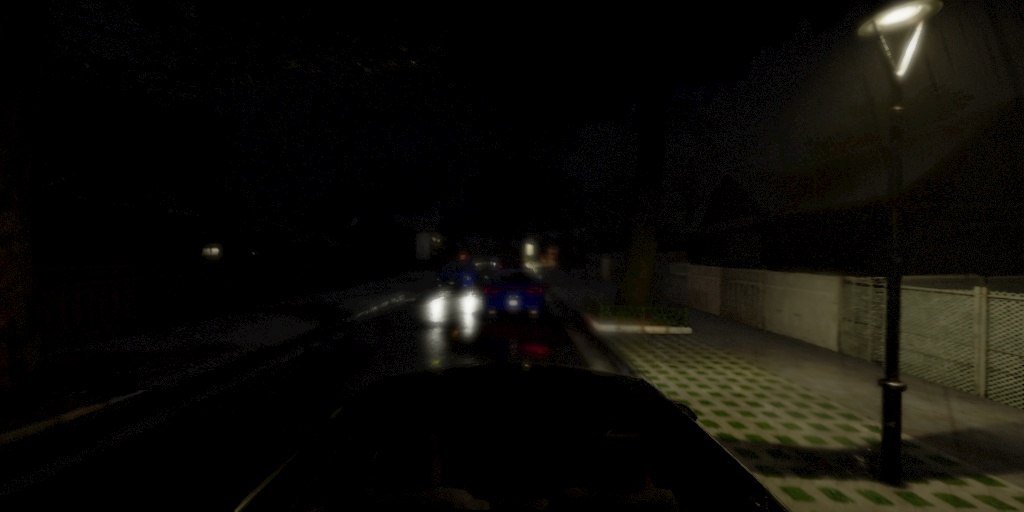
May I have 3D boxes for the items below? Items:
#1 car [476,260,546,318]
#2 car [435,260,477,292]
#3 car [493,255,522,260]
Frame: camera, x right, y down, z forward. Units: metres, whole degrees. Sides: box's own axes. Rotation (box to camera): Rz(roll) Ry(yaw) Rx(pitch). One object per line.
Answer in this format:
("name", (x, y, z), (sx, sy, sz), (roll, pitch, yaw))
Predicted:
("car", (0.046, 1.081, 12.234), (1.882, 1.535, 5.008), (0, 1, 0))
("car", (-2.846, 0.988, 19.476), (1.882, 1.535, 5.008), (0, 1, 0))
("car", (0.015, 0.790, 25.706), (2.097, 1.767, 4.553), (0, 1, 0))
